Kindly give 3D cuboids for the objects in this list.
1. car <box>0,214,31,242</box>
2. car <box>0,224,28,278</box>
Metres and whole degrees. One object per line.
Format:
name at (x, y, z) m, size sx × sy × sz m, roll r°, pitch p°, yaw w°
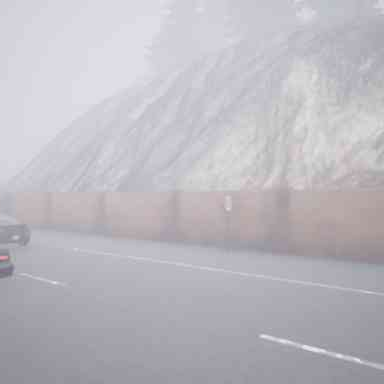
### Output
car at (-8.927, 1.676, 14.658) m, size 4.674 × 1.442 × 1.812 m, roll -1°, pitch 0°, yaw 36°
car at (-6.853, 1.650, 8.879) m, size 5.357 × 1.411 × 2.033 m, roll -1°, pitch 0°, yaw 35°
